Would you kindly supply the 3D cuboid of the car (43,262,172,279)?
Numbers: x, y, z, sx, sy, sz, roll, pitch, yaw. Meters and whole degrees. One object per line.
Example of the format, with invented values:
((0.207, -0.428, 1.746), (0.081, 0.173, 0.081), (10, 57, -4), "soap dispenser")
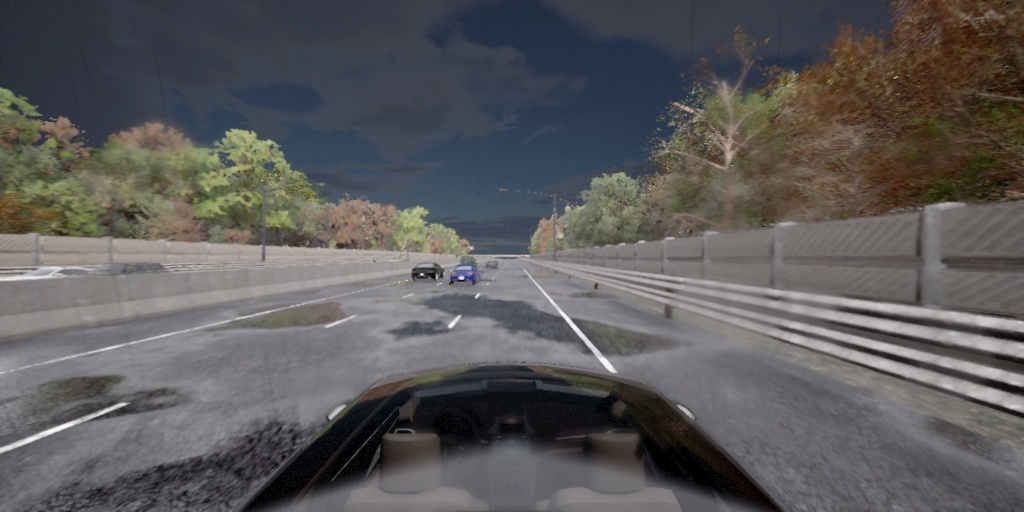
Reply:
((-21.049, 1.123, 19.250), (2.097, 1.767, 4.553), (0, 0, 0), "car")

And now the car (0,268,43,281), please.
((-24.547, 1.299, 19.272), (1.812, 1.442, 4.674), (0, 0, 0), "car")

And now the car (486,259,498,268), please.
((-3.364, 1.321, 61.505), (2.128, 1.511, 4.902), (0, 0, 0), "car")

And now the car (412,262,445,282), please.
((-6.884, 1.253, 29.872), (1.882, 1.535, 5.008), (0, 0, 0), "car")

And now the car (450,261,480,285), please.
((-3.386, 1.295, 26.308), (1.812, 1.442, 4.674), (0, 0, 0), "car")

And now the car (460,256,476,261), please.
((-6.867, 1.041, 56.202), (2.150, 2.045, 5.566), (0, 0, 0), "car")
